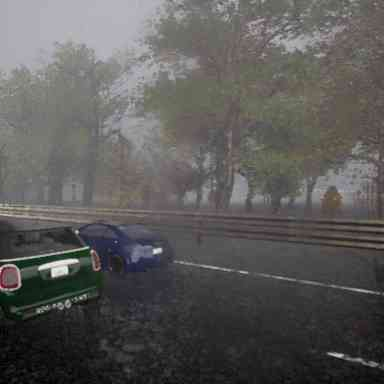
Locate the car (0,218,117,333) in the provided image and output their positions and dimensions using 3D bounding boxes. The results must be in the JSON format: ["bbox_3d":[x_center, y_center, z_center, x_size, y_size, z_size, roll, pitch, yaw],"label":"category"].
[{"bbox_3d":[-3.944,1.345,6.808,4.553,1.767,2.097,0,0,36],"label":"car"}]

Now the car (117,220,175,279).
[{"bbox_3d":[-2.557,1.556,10.119,4.181,1.385,1.994,0,0,36],"label":"car"}]
